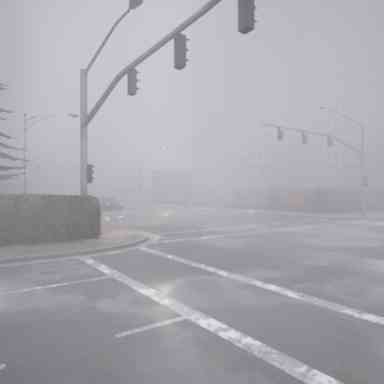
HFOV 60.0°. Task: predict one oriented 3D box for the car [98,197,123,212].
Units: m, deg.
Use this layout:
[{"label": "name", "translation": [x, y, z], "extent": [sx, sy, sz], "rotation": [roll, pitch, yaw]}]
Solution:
[{"label": "car", "translation": [-9.730, 1.323, 38.557], "extent": [2.097, 1.767, 4.553], "rotation": [0, 0, -35]}]
